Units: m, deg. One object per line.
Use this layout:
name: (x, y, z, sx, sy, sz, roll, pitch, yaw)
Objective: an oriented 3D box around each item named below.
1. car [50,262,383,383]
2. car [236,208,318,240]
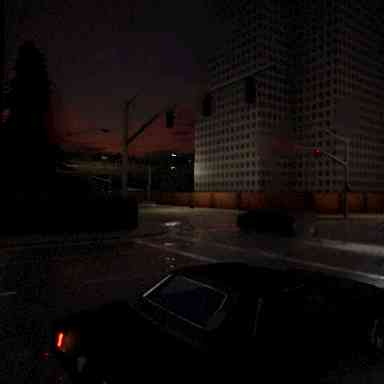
car: (0.831, 1.642, 4.392, 4.718, 1.301, 1.895, 1, -1, -37)
car: (4.578, 1.680, 18.570, 2.128, 1.511, 4.902, 1, -1, -35)
